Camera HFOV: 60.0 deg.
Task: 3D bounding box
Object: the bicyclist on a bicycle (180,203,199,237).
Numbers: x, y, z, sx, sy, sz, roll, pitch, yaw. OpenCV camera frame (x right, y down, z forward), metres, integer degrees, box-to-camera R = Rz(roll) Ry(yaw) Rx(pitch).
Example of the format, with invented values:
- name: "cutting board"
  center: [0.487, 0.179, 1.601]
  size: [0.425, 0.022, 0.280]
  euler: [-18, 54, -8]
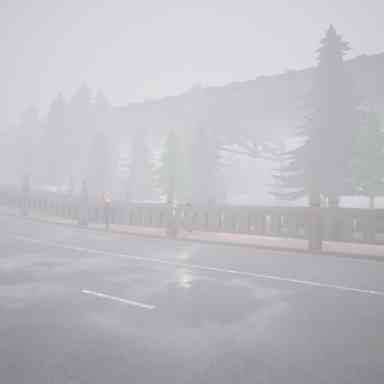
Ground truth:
- name: "bicyclist on a bicycle"
  center: [-0.096, 1.345, 16.119]
  size: [0.582, 1.620, 1.656]
  euler: [0, -3, 33]
